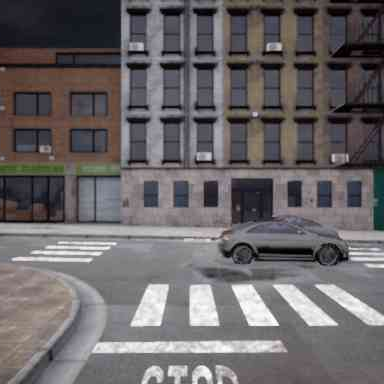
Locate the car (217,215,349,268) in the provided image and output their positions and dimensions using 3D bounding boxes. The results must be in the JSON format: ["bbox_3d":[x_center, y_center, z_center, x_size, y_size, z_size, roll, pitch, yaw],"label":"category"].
[{"bbox_3d":[2.961,1.636,11.217,4.181,1.385,1.994,1,-1,0],"label":"car"}]

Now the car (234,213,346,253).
[{"bbox_3d":[4.016,1.687,14.170,4.181,1.385,1.994,1,0,0],"label":"car"}]
